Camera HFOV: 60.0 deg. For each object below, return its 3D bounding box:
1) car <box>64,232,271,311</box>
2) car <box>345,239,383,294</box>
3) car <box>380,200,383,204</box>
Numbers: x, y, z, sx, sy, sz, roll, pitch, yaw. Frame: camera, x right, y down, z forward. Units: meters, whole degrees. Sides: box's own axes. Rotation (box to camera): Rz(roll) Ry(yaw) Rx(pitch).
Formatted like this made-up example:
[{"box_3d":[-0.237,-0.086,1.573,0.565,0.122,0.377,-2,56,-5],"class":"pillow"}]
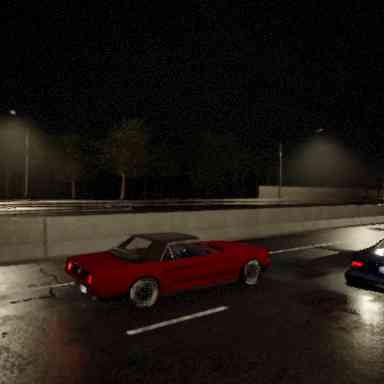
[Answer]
[{"box_3d":[-0.328,1.609,7.813,4.718,1.301,1.895,0,0,-36],"class":"car"},{"box_3d":[5.792,1.569,7.880,5.357,1.411,2.033,0,0,-36],"class":"car"},{"box_3d":[35.378,1.737,59.211,4.892,1.490,1.837,0,0,-35],"class":"car"}]
